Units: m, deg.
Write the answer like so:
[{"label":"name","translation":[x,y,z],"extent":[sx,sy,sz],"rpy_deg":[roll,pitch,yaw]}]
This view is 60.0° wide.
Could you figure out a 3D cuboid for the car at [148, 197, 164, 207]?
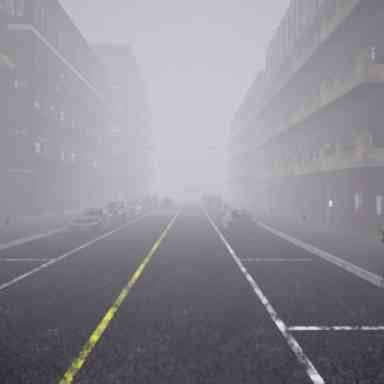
[{"label":"car","translation":[-5.713,1.569,52.779],"extent":[2.008,1.369,4.403],"rpy_deg":[-1,0,0]}]

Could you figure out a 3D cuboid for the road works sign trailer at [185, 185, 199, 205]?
[{"label":"road works sign trailer","translation":[-0.003,0.485,58.600],"extent":[2.380,3.560,2.880],"rpy_deg":[0,0,1]}]

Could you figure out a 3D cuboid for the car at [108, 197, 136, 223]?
[{"label":"car","translation":[-5.671,1.448,24.768],"extent":[1.967,1.590,4.097],"rpy_deg":[-1,0,0]}]

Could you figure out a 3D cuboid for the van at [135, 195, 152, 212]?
[{"label":"van","translation":[-5.674,1.353,35.972],"extent":[1.690,1.788,3.998],"rpy_deg":[-1,0,0]}]

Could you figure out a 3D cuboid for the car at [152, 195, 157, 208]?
[{"label":"car","translation":[-5.698,1.331,47.176],"extent":[2.192,1.841,5.009],"rpy_deg":[-1,0,0]}]

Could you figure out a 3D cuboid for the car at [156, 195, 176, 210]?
[{"label":"car","translation":[-3.095,1.492,42.358],"extent":[1.882,1.535,5.008],"rpy_deg":[0,0,0]}]

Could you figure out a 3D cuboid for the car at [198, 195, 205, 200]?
[{"label":"car","translation":[2.669,1.560,92.135],"extent":[1.752,1.417,4.829],"rpy_deg":[-1,0,0]}]

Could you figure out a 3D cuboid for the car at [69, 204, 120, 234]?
[{"label":"car","translation":[-5.668,1.588,19.167],"extent":[1.802,1.307,4.206],"rpy_deg":[-1,0,0]}]

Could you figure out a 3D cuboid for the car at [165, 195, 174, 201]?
[{"label":"car","translation":[-5.710,1.583,86.391],"extent":[2.008,1.369,4.403],"rpy_deg":[-1,0,0]}]

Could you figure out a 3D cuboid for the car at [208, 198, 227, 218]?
[{"label":"car","translation":[2.677,1.535,30.513],"extent":[1.752,1.417,4.829],"rpy_deg":[-1,0,0]}]

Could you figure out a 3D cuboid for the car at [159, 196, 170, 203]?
[{"label":"car","translation":[-5.708,1.607,69.585],"extent":[1.802,1.307,4.206],"rpy_deg":[-1,0,0]}]

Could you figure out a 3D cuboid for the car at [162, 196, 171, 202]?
[{"label":"car","translation":[-5.708,1.609,75.187],"extent":[1.802,1.307,4.206],"rpy_deg":[-1,0,0]}]

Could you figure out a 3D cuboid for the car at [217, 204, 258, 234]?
[{"label":"car","translation":[2.679,1.588,19.139],"extent":[1.802,1.307,4.206],"rpy_deg":[-1,0,0]}]

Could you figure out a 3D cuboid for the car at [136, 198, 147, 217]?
[{"label":"car","translation":[-5.670,1.561,30.370],"extent":[2.008,1.369,4.403],"rpy_deg":[-1,0,0]}]

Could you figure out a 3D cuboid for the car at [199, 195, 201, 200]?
[{"label":"car","translation":[2.671,1.333,52.751],"extent":[2.192,1.841,5.009],"rpy_deg":[-1,0,0]}]

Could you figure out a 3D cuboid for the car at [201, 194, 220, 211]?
[{"label":"car","translation":[2.672,1.329,41.547],"extent":[2.192,1.841,5.009],"rpy_deg":[-1,0,0]}]
